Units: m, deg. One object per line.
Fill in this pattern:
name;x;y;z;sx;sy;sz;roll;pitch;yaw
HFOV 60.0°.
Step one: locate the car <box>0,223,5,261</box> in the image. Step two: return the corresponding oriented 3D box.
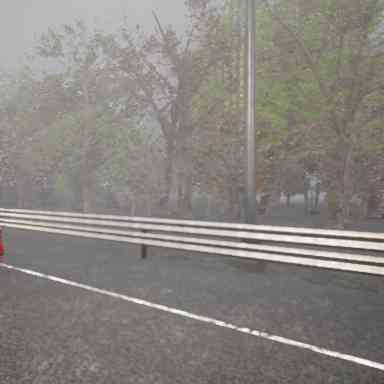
car;-7.448;1.194;9.348;5.566;2.045;2.150;0;0;36
